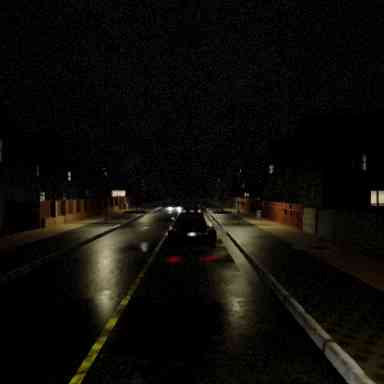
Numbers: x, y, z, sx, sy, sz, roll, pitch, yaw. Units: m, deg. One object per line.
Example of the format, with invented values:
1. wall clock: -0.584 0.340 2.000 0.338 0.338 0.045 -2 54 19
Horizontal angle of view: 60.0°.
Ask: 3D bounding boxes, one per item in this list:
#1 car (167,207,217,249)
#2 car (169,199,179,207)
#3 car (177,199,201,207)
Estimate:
1. car: 0.000 1.585 14.652 1.994 1.385 4.181 0 0 0
2. car: -2.750 1.807 55.629 1.895 1.301 4.718 0 0 0
3. car: 0.000 1.612 29.655 2.033 1.411 5.357 0 0 0
